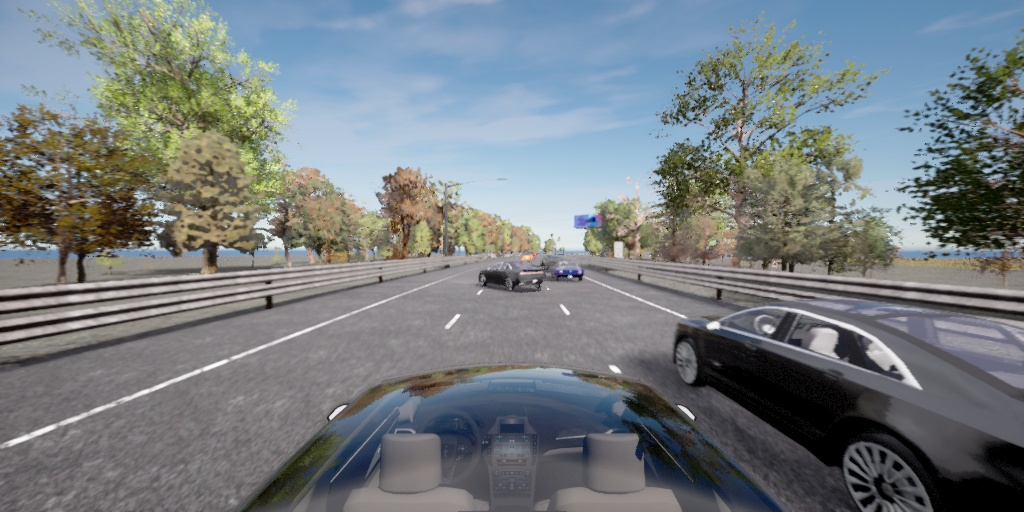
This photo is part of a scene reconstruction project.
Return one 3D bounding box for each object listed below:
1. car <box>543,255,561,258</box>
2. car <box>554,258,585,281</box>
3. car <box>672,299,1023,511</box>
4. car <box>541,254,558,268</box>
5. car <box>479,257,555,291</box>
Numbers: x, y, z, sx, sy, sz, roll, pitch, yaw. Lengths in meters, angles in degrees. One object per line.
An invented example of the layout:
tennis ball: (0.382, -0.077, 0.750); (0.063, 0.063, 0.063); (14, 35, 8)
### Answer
car: (4.304, 0.805, 36.515); (1.837, 1.490, 4.892); (0, 1, 3)
car: (3.884, 1.038, 25.678); (1.895, 1.301, 4.718); (0, 1, 2)
car: (3.499, 1.217, 3.896); (2.128, 1.511, 4.902); (0, 1, 0)
car: (4.876, 0.596, 47.376); (2.033, 1.649, 4.856); (0, 1, 3)
car: (-0.124, 1.002, 19.620); (2.128, 1.511, 4.902); (-1, 1, -31)
